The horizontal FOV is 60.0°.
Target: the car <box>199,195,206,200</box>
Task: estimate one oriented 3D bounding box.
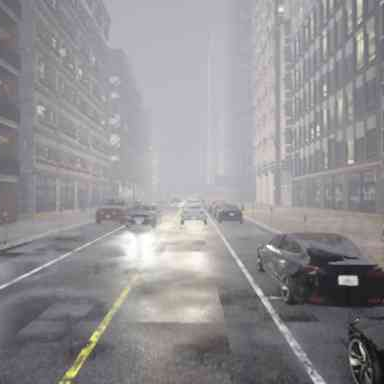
[{"bbox_3d":[2.812,1.597,92.614,1.802,1.307,4.206,1,0,0],"label":"car"}]

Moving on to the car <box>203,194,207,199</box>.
[{"bbox_3d":[2.754,1.451,41.754,1.967,1.590,4.097,1,0,0],"label":"car"}]

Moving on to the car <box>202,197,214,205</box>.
[{"bbox_3d":[2.772,1.596,58.707,1.802,1.307,4.206,1,0,0],"label":"car"}]

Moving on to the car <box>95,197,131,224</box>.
[{"bbox_3d":[-5.645,1.324,24.813,2.192,1.841,5.009,1,0,0],"label":"car"}]

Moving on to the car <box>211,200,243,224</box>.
[{"bbox_3d":[2.731,1.574,24.801,1.947,1.339,4.313,1,0,0],"label":"car"}]

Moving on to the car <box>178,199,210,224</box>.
[{"bbox_3d":[0.129,1.534,24.646,1.812,1.442,4.674,0,0,0],"label":"car"}]

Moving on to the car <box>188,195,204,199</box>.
[{"bbox_3d":[0.151,1.515,42.937,2.163,1.488,4.792,0,0,0],"label":"car"}]

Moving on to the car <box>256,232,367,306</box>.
[{"bbox_3d":[2.711,1.569,7.847,1.947,1.339,4.313,1,0,0],"label":"car"}]

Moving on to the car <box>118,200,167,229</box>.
[{"bbox_3d":[-3.074,1.499,21.736,2.128,1.511,4.902,0,0,0],"label":"car"}]

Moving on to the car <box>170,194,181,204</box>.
[{"bbox_3d":[-2.959,1.542,62.240,1.812,1.442,4.674,0,0,1],"label":"car"}]

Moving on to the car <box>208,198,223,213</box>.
[{"bbox_3d":[2.739,1.554,30.451,1.887,1.381,4.507,1,0,0],"label":"car"}]

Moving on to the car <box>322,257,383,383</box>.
[{"bbox_3d":[2.704,1.567,2.196,1.947,1.339,4.313,1,0,0],"label":"car"}]

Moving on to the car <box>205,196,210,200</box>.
[{"bbox_3d":[2.747,1.450,36.103,1.967,1.590,4.097,1,0,0],"label":"car"}]

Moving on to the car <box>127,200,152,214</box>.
[{"bbox_3d":[-5.635,1.576,36.115,1.947,1.339,4.313,1,0,0],"label":"car"}]

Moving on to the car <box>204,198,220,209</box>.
[{"bbox_3d":[2.759,1.563,47.405,2.008,1.369,4.403,1,0,0],"label":"car"}]

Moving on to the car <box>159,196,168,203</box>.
[{"bbox_3d":[-5.601,1.540,64.202,1.752,1.417,4.829,1,0,0],"label":"car"}]

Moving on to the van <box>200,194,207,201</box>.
[{"bbox_3d":[2.803,1.356,81.313,1.690,1.788,3.998,1,0,0],"label":"van"}]
